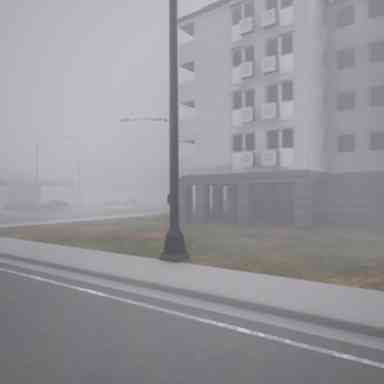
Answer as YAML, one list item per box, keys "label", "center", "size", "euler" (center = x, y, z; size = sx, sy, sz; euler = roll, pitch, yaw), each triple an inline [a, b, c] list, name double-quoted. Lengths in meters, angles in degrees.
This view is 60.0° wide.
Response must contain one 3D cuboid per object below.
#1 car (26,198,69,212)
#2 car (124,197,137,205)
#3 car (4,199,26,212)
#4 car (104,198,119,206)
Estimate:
- label: "car"
  center: [-18.271, 1.745, 42.972]
  size: [1.882, 1.535, 5.008]
  euler: [0, 0, 30]
- label: "car"
  center: [-11.825, 1.794, 64.110]
  size: [2.128, 1.511, 4.902]
  euler: [0, 0, 2]
- label: "car"
  center: [-22.031, 1.645, 43.591]
  size: [2.097, 1.767, 4.553]
  euler: [-1, 0, 32]
- label: "car"
  center: [-15.324, 1.888, 63.894]
  size: [1.994, 1.385, 4.181]
  euler: [0, 0, 2]
